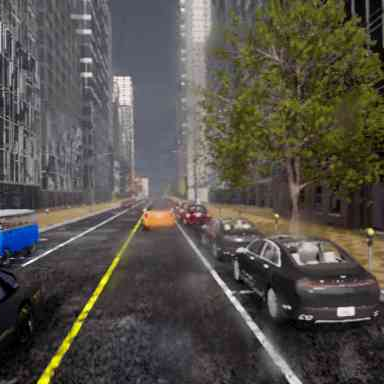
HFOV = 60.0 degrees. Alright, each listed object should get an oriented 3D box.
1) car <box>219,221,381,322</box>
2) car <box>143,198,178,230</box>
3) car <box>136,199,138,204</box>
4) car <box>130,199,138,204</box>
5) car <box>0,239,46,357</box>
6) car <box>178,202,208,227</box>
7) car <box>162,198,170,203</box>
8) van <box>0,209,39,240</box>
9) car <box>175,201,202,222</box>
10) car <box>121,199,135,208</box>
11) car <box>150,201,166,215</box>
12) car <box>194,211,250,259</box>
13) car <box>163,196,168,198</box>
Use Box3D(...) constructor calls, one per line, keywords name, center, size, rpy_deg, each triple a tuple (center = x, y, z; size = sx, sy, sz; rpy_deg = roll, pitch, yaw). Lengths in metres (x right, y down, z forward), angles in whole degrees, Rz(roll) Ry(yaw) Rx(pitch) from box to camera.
Box3D(name="car", center=(2.061, 1.570, 7.137), size=(2.008, 1.369, 4.403), rpy_deg=(-1, 0, -6))
Box3D(name="car", center=(-2.314, 1.563, 23.204), size=(2.097, 1.767, 4.553), rpy_deg=(-1, 0, -6))
Box3D(name="car", center=(-14.276, 2.320, 79.802), size=(1.887, 1.381, 4.507), rpy_deg=(-1, 0, -6))
Box3D(name="car", center=(-14.892, 2.382, 85.461), size=(1.947, 1.339, 4.313), rpy_deg=(-1, 0, -6))
Box3D(name="car", center=(-3.283, 1.637, 3.652), size=(2.033, 1.411, 5.357), rpy_deg=(-1, 0, -6))
Box3D(name="car", center=(0.212, 1.613, 24.115), size=(1.967, 1.590, 4.097), rpy_deg=(-1, 0, -6))
Box3D(name="car", center=(-7.177, 2.280, 92.018), size=(1.947, 1.339, 4.313), rpy_deg=(-1, 0, -6))
Box3D(name="van", center=(-6.889, 1.556, 11.894), size=(1.690, 1.788, 3.998), rpy_deg=(-1, 0, -6))
Box3D(name="car", center=(-0.404, 1.663, 29.773), size=(1.967, 1.590, 4.097), rpy_deg=(-1, 0, -6))
Box3D(name="car", center=(-12.428, 2.191, 62.824), size=(1.887, 1.381, 4.507), rpy_deg=(-1, 0, -6))
Box3D(name="car", center=(-4.172, 1.886, 40.364), size=(1.812, 1.442, 4.674), rpy_deg=(-1, 0, -6))
Box3D(name="car", center=(1.445, 1.623, 12.796), size=(2.008, 1.369, 4.403), rpy_deg=(-1, 0, -6))
Box3D(name="car", center=(-4.713, 2.113, 69.384), size=(1.947, 1.339, 4.313), rpy_deg=(-1, 0, -6))
